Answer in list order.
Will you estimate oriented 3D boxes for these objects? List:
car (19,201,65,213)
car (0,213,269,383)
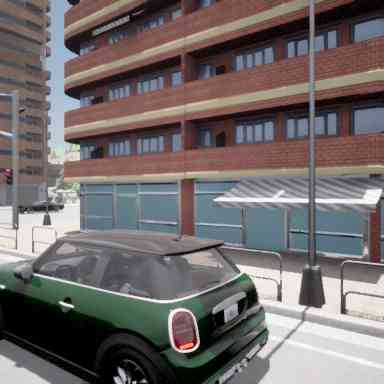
[{"bbox_3d":[-16.291,1.601,35.728,1.895,1.301,4.718,0,0,36],"label":"car"},{"bbox_3d":[-1.295,1.352,4.918,4.553,1.767,2.097,0,0,36],"label":"car"}]
